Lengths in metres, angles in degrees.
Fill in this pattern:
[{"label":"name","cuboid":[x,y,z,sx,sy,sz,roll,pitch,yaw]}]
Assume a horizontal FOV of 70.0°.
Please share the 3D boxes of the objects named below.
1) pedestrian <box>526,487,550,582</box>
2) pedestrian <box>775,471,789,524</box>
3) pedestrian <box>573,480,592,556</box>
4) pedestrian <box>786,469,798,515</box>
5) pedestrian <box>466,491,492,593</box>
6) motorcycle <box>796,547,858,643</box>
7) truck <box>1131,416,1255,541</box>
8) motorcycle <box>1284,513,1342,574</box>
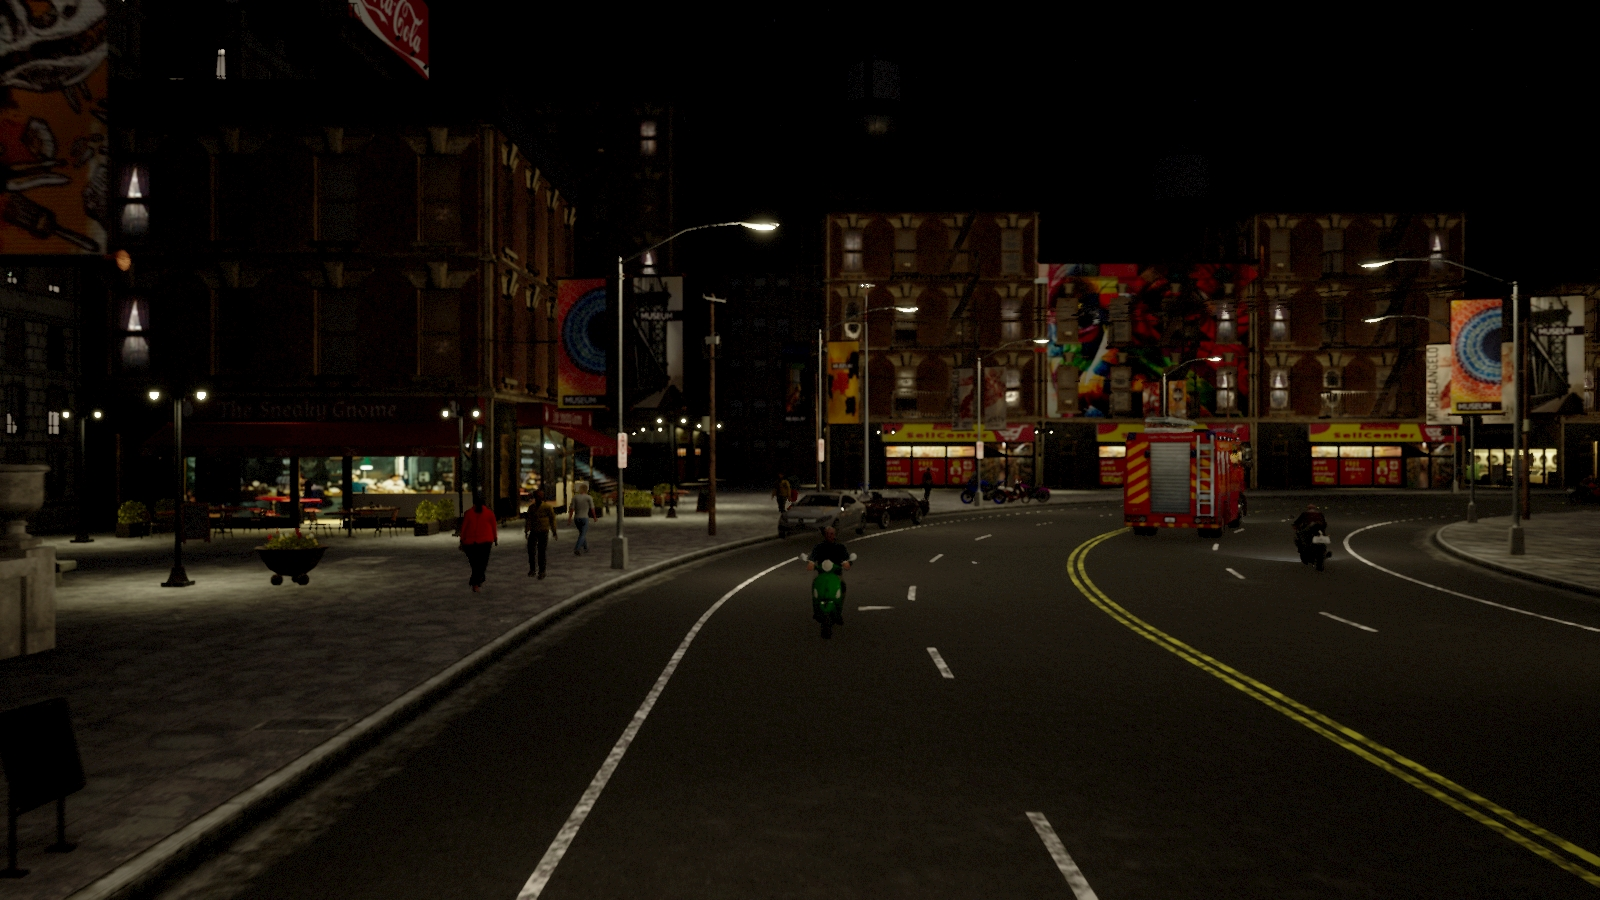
[{"label":"pedestrian","cuboid":[-5.254,1.688,22.946,0.375,1.860,0.375,0,0,5]},{"label":"pedestrian","cuboid":[-0.632,1.682,40.467,0.375,1.860,0.375,0,0,26]},{"label":"pedestrian","cuboid":[-5.428,1.686,28.514,0.375,1.860,0.375,0,0,10]},{"label":"pedestrian","cuboid":[-0.312,1.679,45.904,0.375,1.860,0.375,0,0,26]},{"label":"pedestrian","cuboid":[-5.939,1.689,21.148,0.375,1.860,0.375,0,0,-3]},{"label":"motorcycle","cuboid":[0.435,2.176,17.496,0.856,1.236,1.805,0,0,5]},{"label":"truck","cuboid":[13.731,0.877,39.427,2.891,3.827,8.468,0,0,27]},{"label":"motorcycle","cuboid":[12.199,2.195,27.223,0.867,1.251,2.209,1,0,14]}]
